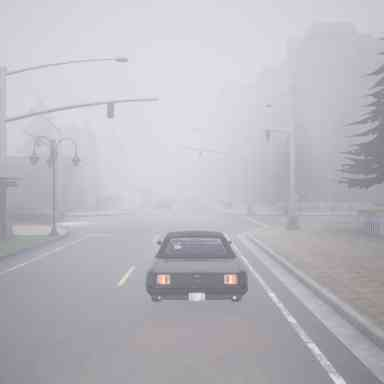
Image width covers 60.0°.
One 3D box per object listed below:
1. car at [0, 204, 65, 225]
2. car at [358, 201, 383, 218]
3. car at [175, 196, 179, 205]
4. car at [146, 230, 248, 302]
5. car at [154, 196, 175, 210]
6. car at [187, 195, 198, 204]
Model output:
[{"bbox_3d":[-11.085,1.545,23.176,4.181,1.385,1.994,0,0,-3],"label":"car"},{"bbox_3d":[16.862,1.493,28.536,5.008,1.535,1.882,0,0,-2],"label":"car"},{"bbox_3d":[-3.598,1.601,53.895,1.895,1.301,4.718,0,0,0],"label":"car"},{"bbox_3d":[0.067,1.601,8.220,1.895,1.301,4.718,0,0,-1],"label":"car"},{"bbox_3d":[-3.606,1.526,42.705,1.812,1.442,4.674,0,0,1],"label":"car"},{"bbox_3d":[0.083,1.352,61.980,2.097,1.767,4.553,0,0,0],"label":"car"}]
